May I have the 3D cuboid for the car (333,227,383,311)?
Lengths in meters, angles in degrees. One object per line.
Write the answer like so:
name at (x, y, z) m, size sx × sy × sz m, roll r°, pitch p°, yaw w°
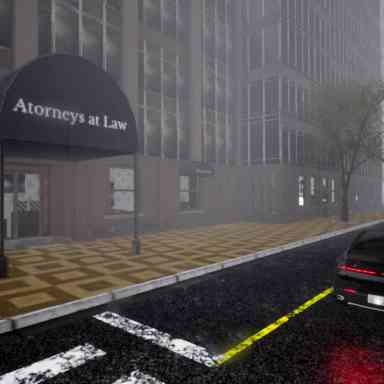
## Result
car at (4.614, 1.509, 7.223) m, size 1.837 × 1.490 × 4.892 m, roll -1°, pitch 0°, yaw 41°
